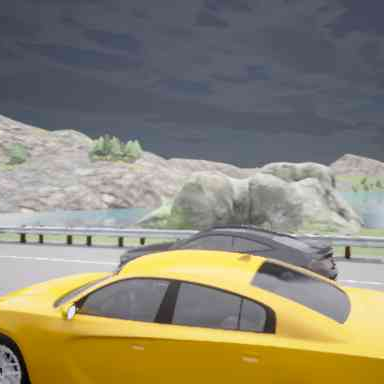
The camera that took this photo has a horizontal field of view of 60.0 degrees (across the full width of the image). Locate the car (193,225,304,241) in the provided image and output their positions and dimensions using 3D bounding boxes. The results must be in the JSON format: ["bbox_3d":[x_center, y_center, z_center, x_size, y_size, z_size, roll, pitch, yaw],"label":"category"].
[{"bbox_3d":[0.627,1.455,7.209,4.674,1.442,1.812,-1,0,20],"label":"car"}]

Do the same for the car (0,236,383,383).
[{"bbox_3d":[-0.202,1.445,3.806,5.008,1.535,1.882,-1,0,21],"label":"car"}]
